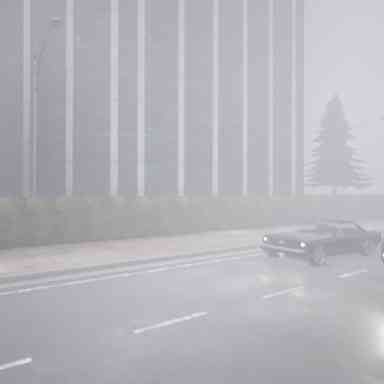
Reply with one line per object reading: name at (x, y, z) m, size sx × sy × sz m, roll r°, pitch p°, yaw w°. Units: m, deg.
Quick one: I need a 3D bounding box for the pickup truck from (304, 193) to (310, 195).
pickup truck at (25.203, 1.267, 75.710) m, size 2.390 × 2.098 × 6.274 m, roll 0°, pitch 0°, yaw -6°

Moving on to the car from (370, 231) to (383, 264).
car at (7.650, 1.263, 9.504) m, size 5.566 × 2.045 × 2.150 m, roll 1°, pitch 0°, yaw -36°

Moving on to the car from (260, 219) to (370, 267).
car at (4.573, 1.634, 11.602) m, size 4.718 × 1.301 × 1.895 m, roll 0°, pitch 0°, yaw -36°
